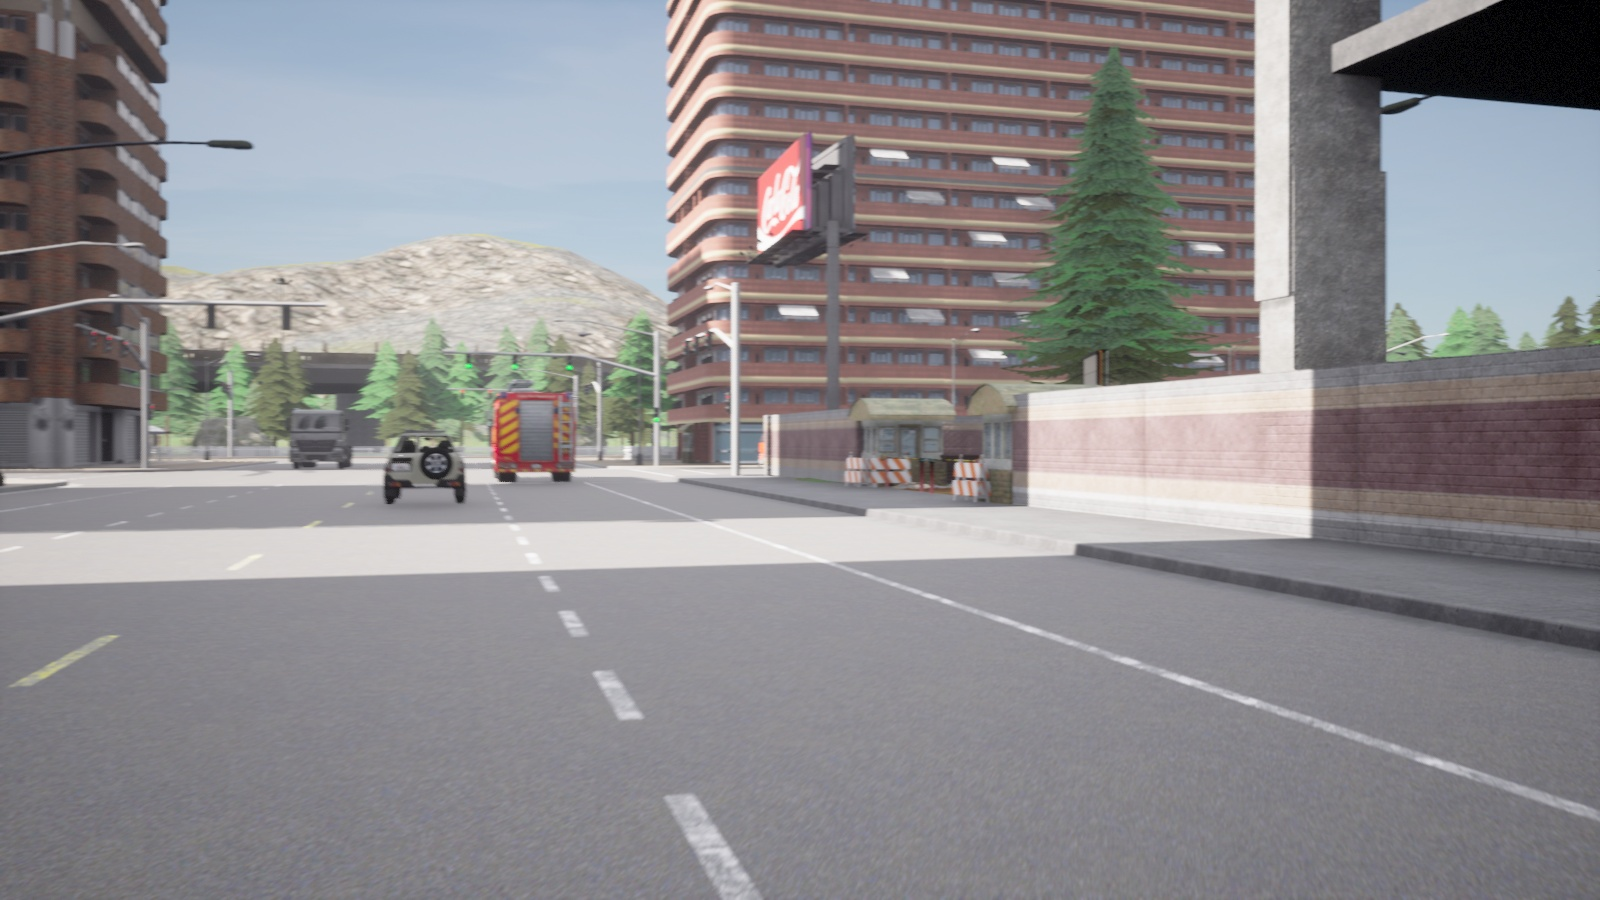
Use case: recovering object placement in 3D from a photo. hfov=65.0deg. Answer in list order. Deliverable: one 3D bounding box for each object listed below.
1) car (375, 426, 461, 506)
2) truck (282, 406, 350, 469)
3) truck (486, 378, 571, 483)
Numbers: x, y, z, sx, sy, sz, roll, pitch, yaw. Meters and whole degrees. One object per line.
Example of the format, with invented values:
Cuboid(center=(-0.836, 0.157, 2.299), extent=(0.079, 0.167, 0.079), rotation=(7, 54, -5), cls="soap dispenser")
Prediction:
Cuboid(center=(-9.584, 0.360, 31.759), extent=(1.932, 1.855, 4.605), rotation=(0, 0, -15), cls="car")
Cuboid(center=(-28.224, -0.714, 73.529), extent=(2.891, 3.462, 7.936), rotation=(0, 0, -15), cls="truck")
Cuboid(center=(-11.002, -0.734, 50.272), extent=(2.891, 3.827, 8.468), rotation=(0, 0, -15), cls="truck")
